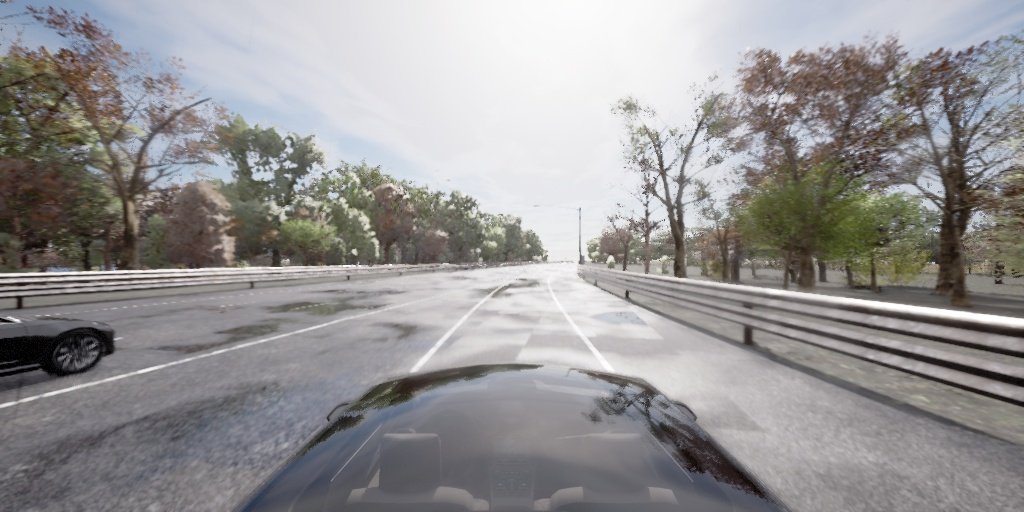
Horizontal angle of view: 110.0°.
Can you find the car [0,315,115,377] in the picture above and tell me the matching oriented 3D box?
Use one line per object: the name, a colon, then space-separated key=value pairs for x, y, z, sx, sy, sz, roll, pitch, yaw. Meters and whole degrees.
car: x=-8.517 y=1.219 z=4.642 sx=2.163 sy=1.488 sz=4.792 roll=0 pitch=-1 yaw=11
